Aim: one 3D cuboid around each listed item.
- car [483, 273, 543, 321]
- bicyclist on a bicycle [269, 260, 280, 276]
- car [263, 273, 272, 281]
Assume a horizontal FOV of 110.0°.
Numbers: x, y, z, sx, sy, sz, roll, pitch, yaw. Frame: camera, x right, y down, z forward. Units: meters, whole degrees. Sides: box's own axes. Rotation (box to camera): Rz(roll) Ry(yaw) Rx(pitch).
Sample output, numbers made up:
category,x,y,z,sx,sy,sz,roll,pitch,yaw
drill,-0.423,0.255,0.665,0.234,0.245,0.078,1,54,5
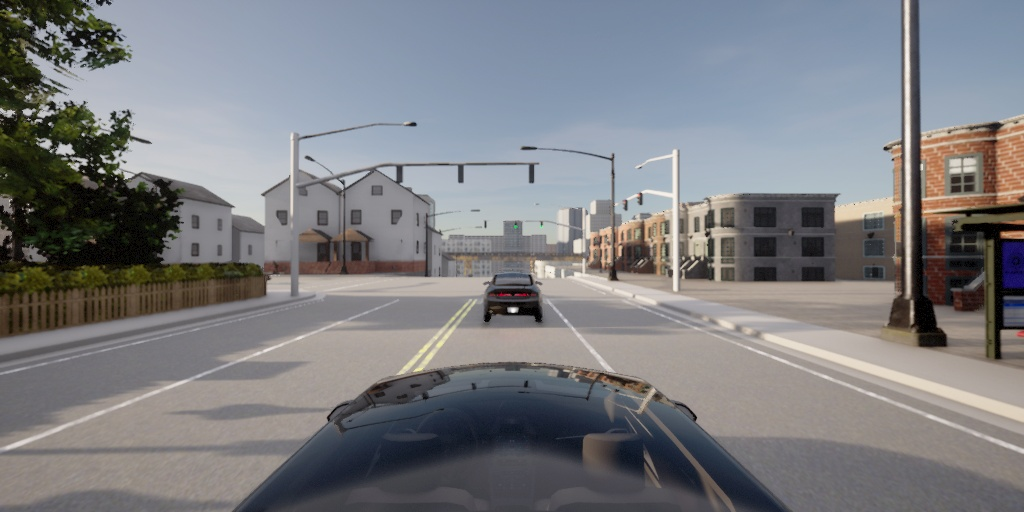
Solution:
category,x,y,z,sx,sy,sz,roll,pitch,yaw
car,0.029,1.325,12.766,1.837,1.490,4.892,0,-1,0
bicyclist on a bicycle,-25.442,1.292,38.418,0.582,1.620,1.656,0,0,0
car,-21.567,1.465,27.435,5.357,1.411,2.033,0,0,0
